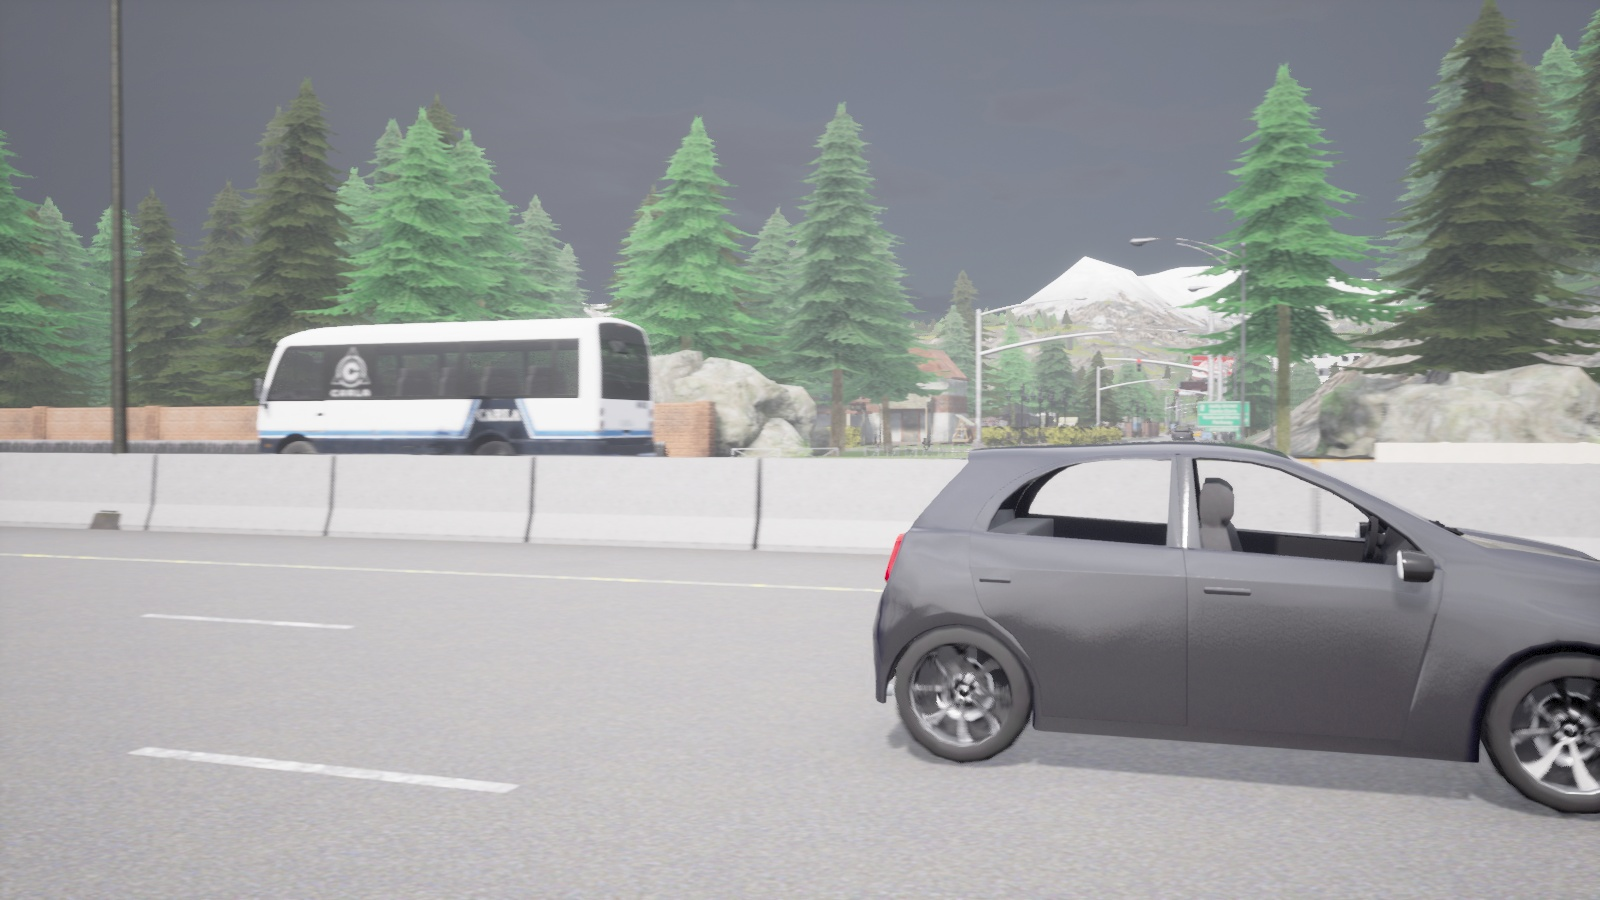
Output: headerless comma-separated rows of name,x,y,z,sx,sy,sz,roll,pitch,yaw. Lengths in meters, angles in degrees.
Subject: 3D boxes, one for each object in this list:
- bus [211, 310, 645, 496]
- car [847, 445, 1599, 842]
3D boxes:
bus,-9.499,-1.161,32.216,10.273,4.253,3.944,1,1,19
car,2.236,0.750,6.134,3.633,1.501,1.845,1,1,19
